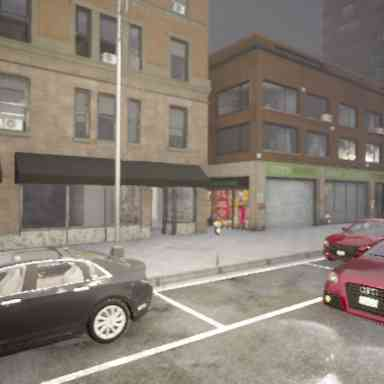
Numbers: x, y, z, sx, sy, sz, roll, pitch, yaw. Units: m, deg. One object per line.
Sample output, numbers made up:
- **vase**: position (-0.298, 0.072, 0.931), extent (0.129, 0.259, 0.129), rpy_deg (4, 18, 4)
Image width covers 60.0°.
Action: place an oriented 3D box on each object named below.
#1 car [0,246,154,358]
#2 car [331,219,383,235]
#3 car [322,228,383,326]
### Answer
- **car**: position (-2.690, 1.552, 4.840), extent (4.403, 1.369, 2.008), rpy_deg (0, 0, -36)
- **car**: position (6.276, 1.586, 11.241), extent (4.507, 1.381, 1.887), rpy_deg (0, 0, -36)
- **car**: position (4.433, 1.589, 6.533), extent (4.181, 1.385, 1.994), rpy_deg (0, 0, -37)
